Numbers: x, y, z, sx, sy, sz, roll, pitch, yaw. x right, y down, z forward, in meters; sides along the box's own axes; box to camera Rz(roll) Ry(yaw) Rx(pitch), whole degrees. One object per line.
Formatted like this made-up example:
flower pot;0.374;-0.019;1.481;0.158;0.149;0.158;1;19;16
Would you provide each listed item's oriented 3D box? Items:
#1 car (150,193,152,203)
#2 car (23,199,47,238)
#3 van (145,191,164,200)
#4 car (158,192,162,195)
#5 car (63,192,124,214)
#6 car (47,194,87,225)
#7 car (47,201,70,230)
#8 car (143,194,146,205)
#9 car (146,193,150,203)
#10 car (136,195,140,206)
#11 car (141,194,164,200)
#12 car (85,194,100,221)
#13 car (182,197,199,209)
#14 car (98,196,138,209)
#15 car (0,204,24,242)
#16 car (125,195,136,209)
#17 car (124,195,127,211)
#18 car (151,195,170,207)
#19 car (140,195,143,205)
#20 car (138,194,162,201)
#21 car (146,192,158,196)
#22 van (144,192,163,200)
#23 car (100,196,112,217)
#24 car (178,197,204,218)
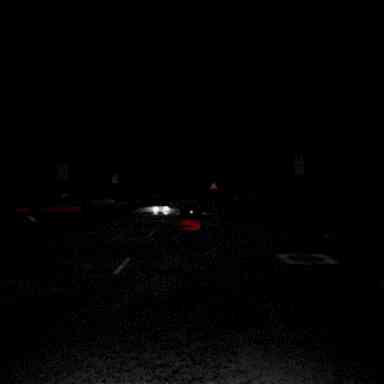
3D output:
car;-9.533;1.322;54.697;4.674;1.452;2.002;-1;0;-20
car;-9.509;1.284;15.660;4.553;1.767;2.185;-1;0;-20
van;-9.897;0.899;87.660;4.442;1.987;1.878;-1;1;-21
car;-9.409;1.262;66.763;5.366;1.575;1.946;-1;0;-20
car;-9.473;1.092;30.692;5.566;2.045;2.435;-1;0;-20
car;-9.455;1.255;21.677;4.553;1.767;2.185;-1;1;-20
car;-9.482;1.435;18.669;4.674;1.452;2.002;-1;0;-20
car;-9.548;1.167;48.685;4.553;1.767;2.185;-1;0;-20
car;-9.495;1.316;51.705;4.792;1.488;2.163;-1;0;-20
car;-9.493;1.063;39.709;5.566;2.045;2.435;-1;0;-20
car;-9.714;1.209;81.716;5.008;1.535;2.097;-1;0;-21
car;-9.458;1.241;24.678;4.553;1.767;2.185;-1;1;-20
car;-0.190;1.363;43.746;2.033;1.411;5.357;0;0;0
car;-9.503;1.346;42.687;4.674;1.452;2.002;-1;0;-20
car;-9.460;1.424;12.657;5.008;1.535;2.097;-1;1;-20
car;-9.327;1.317;36.752;5.366;1.575;1.946;-1;0;-20
car;-9.469;1.362;33.694;4.792;1.488;2.163;-1;0;-20
car;-4.282;1.408;47.595;1.895;1.301;4.718;0;0;0
car;-9.544;1.174;45.683;4.553;1.767;2.185;-1;0;-20
car;-9.843;1.244;78.647;5.366;1.575;1.946;-1;1;-20
car;-9.575;1.272;63.697;4.892;1.521;2.231;-1;0;-20
van;-9.858;0.942;84.659;4.442;1.987;1.878;-1;1;-21
car;-9.467;1.384;27.693;4.792;1.488;2.163;-1;0;-20
car;-0.063;1.365;28.389;1.837;1.490;4.892;0;-1;0
